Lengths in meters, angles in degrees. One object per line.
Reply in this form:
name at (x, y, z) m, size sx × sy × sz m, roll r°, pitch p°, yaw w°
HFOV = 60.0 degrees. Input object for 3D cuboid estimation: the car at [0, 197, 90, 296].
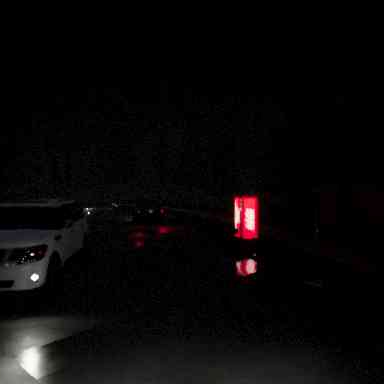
car at (-4.224, 1.227, 8.888) m, size 2.150 × 2.045 × 5.566 m, roll 0°, pitch 0°, yaw -6°

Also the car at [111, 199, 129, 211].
car at (-8.894, 1.543, 41.795) m, size 2.033 × 1.411 × 5.357 m, roll 0°, pitch 0°, yaw -23°

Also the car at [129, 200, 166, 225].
car at (-3.280, 1.344, 24.573) m, size 2.097 × 1.767 × 4.553 m, roll 0°, pitch 0°, yaw -13°

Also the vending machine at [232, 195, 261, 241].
vending machine at (2.550, 1.178, 15.612) m, size 1.100 × 2.100 × 0.880 m, roll 0°, pitch 0°, yaw -9°

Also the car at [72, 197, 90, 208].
car at (-16.520, 1.537, 49.378) m, size 1.812 × 1.442 × 4.674 m, roll 0°, pitch 0°, yaw -28°
